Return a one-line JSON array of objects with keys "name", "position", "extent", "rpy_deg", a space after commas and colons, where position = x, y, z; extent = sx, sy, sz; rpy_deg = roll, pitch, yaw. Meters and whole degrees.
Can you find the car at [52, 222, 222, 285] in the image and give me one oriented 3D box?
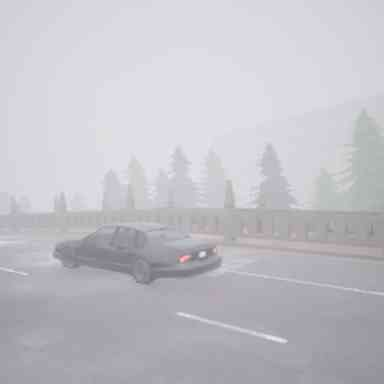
[{"name": "car", "position": [-1.787, 1.585, 9.574], "extent": [5.357, 1.411, 2.033], "rpy_deg": [-1, 0, 36]}]
